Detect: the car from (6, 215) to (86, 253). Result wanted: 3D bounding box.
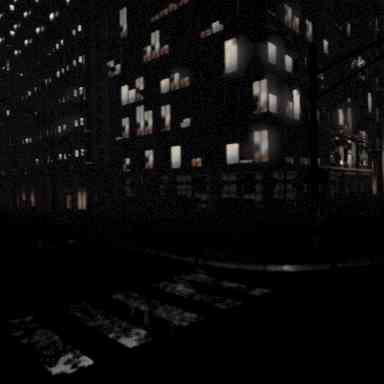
[{"bbox_3d":[-6.054,1.659,14.153,2.008,1.369,4.403,-3,1,-43],"label":"car"}]

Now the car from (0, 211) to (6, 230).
[{"bbox_3d":[-13.733,1.872,22.372,1.947,1.339,4.313,-3,1,-43],"label":"car"}]
